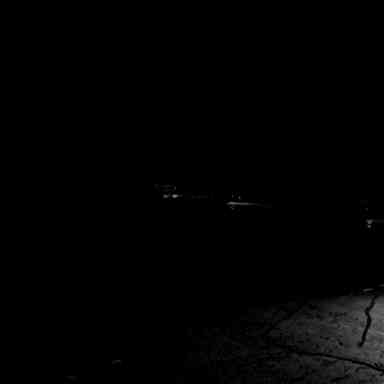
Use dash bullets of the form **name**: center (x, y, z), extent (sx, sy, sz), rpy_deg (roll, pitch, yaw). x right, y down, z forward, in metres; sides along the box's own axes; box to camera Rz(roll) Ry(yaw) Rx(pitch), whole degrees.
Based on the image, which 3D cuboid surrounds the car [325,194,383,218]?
- **car**: center (11.222, 0.944, 24.017), extent (1.882, 1.535, 5.008), rpy_deg (2, 2, -29)

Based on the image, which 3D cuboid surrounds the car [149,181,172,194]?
- **car**: center (-4.361, -0.714, 52.855), extent (2.150, 2.045, 5.566), rpy_deg (2, 1, -28)

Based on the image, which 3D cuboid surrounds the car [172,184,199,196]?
- **car**: center (-0.649, -0.282, 52.546), extent (2.128, 1.511, 4.902), rpy_deg (2, 2, -29)

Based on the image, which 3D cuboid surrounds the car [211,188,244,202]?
- **car**: center (3.907, 0.314, 37.463), extent (1.837, 1.490, 4.892), rpy_deg (2, 1, -29)
